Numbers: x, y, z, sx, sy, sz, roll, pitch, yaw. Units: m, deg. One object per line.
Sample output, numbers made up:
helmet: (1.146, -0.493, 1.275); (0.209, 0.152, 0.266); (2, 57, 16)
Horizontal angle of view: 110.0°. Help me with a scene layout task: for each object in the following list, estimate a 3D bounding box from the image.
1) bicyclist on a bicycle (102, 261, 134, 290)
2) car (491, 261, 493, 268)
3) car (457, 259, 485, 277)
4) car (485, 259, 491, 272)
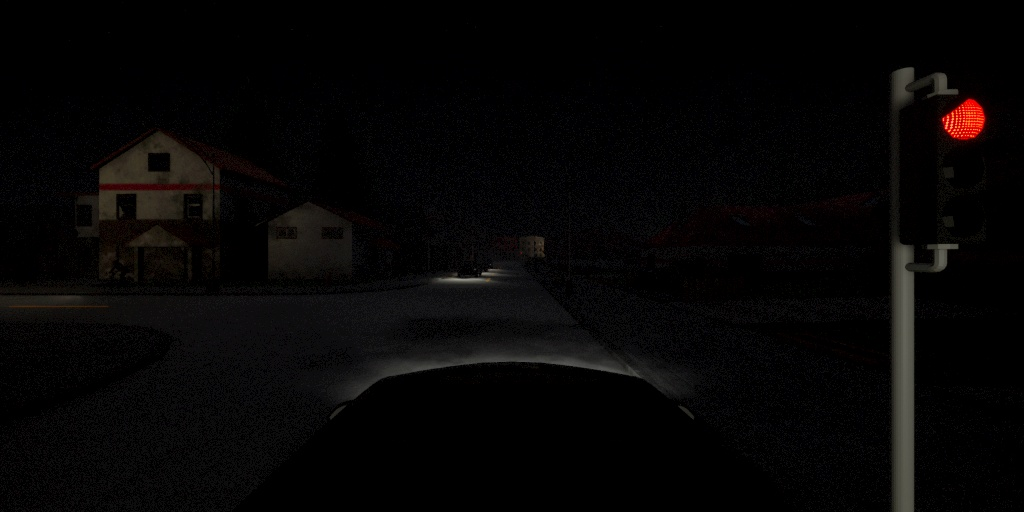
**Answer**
bicyclist on a bicycle: (-22.540, 1.099, 20.531); (0.582, 1.620, 1.656); (0, 0, 0)
car: (-4.071, 1.227, 56.436); (1.882, 1.535, 5.008); (0, 0, 0)
car: (-4.115, 1.227, 35.314); (1.882, 1.535, 5.008); (0, 0, 2)
car: (-4.094, 1.228, 44.965); (1.882, 1.535, 5.008); (0, 1, 0)
